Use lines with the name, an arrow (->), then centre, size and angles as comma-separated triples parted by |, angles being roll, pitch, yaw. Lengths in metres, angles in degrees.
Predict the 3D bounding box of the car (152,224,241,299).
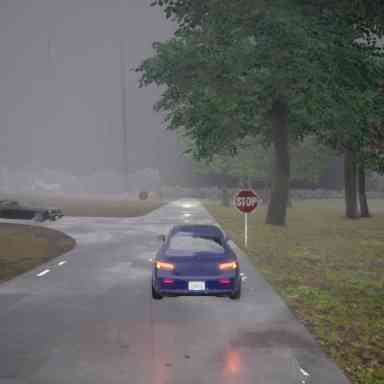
car -> 0.089, 1.530, 8.305 | 1.812, 1.442, 4.674 | 0, 0, 0

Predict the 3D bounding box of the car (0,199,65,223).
car -> -10.424, 1.145, 20.547 | 4.718, 1.301, 1.895 | 3, -1, 6
